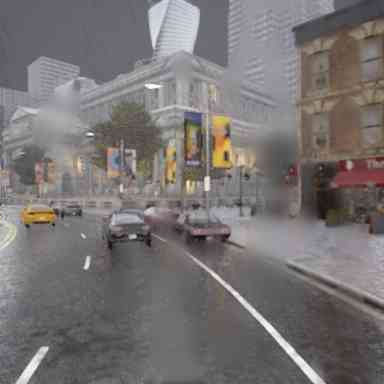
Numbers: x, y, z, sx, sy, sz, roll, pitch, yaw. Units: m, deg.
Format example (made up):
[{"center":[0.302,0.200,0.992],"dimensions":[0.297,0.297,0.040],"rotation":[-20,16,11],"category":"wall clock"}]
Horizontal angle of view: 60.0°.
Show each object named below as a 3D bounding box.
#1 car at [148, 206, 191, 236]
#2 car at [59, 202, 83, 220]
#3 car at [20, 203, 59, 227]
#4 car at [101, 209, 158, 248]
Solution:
[{"center":[-2.108,1.618,21.276],"dimensions":[2.002,1.452,4.674],"rotation":[0,0,-26],"category":"car"},{"center":[-11.738,1.666,30.804],"dimensions":[2.128,1.511,4.902],"rotation":[0,0,-38],"category":"car"},{"center":[-11.300,1.623,24.254],"dimensions":[1.882,1.535,5.008],"rotation":[0,0,-32],"category":"car"},{"center":[-3.077,1.602,15.234],"dimensions":[1.812,1.442,4.674],"rotation":[0,0,-19],"category":"car"}]
